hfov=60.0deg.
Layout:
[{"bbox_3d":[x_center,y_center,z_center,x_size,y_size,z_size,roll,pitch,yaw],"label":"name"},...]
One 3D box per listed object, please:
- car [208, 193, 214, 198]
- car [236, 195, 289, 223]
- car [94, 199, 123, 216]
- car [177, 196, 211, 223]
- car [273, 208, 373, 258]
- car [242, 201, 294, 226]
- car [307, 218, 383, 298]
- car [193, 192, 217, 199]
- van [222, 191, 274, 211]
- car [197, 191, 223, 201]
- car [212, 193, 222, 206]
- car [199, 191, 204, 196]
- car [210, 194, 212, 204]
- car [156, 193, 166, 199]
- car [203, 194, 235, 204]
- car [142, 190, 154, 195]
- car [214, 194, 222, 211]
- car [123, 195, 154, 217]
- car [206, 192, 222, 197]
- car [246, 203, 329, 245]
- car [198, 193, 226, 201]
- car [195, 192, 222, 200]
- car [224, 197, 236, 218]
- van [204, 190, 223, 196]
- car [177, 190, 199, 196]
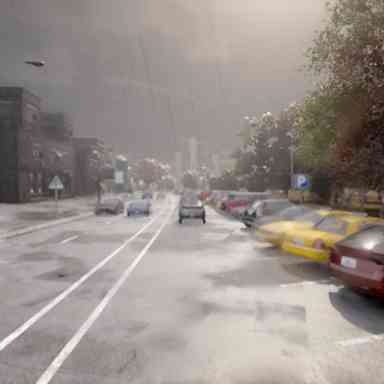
[{"bbox_3d":[4.750,1.177,40.082,4.674,1.452,2.002,0,1,-22],"label":"car"},{"bbox_3d":[5.234,1.230,19.304,4.553,1.767,2.185,1,0,-21],"label":"car"},{"bbox_3d":[-7.287,1.318,29.963,2.033,1.411,5.357,0,1,-1],"label":"car"},{"bbox_3d":[-0.025,1.320,24.004,2.128,1.511,4.902,0,1,-1],"label":"car"},{"bbox_3d":[5.475,1.424,10.464,5.366,1.575,1.946,1,0,-20],"label":"car"},{"bbox_3d":[5.292,1.382,16.342,4.892,1.521,2.231,1,1,-20],"label":"car"},{"bbox_3d":[5.324,1.474,7.449,4.792,1.488,2.163,1,0,-20],"label":"car"},{"bbox_3d":[2.801,0.808,72.669,4.792,1.488,2.163,0,1,-25],"label":"car"},{"bbox_3d":[5.234,1.046,28.272,4.442,1.987,1.878,1,0,-21],"label":"van"},{"bbox_3d":[3.473,0.740,63.785,4.553,1.767,2.185,0,0,-24],"label":"car"},{"bbox_3d":[5.147,1.206,34.236,5.366,1.575,1.946,1,0,-22],"label":"car"},{"bbox_3d":[4.215,1.024,48.894,5.366,1.575,1.946,0,1,-23],"label":"car"},{"bbox_3d":[4.870,1.213,37.137,4.674,1.452,2.002,1,0,-22],"label":"car"},{"bbox_3d":[-6.530,0.860,70.894,1.994,1.385,4.181,0,1,-4],"label":"car"},{"bbox_3d":[4.234,1.035,51.934,4.674,1.452,2.002,0,1,-23],"label":"car"},{"bbox_3d":[-9.351,0.534,71.034,2.150,2.045,5.566,0,1,-4],"label":"car"},{"bbox_3d":[5.048,1.240,31.199,5.008,1.535,2.097,1,0,-22],"label":"car"},{"bbox_3d":[-4.471,1.306,28.940,1.812,1.442,4.674,0,1,-1],"label":"car"},{"bbox_3d":[4.654,1.141,43.034,4.674,1.452,2.002,0,0,-23],"label":"car"},{"bbox_3d":[5.123,1.399,13.305,5.366,1.575,1.946,1,1,-20],"label":"car"},{"bbox_3d":[3.707,0.936,60.828,4.674,1.452,2.002,0,1,-24],"label":"car"},{"bbox_3d":[3.300,0.837,66.755,4.892,1.521,2.231,0,1,-24],"label":"car"},{"bbox_3d":[5.183,1.341,25.256,4.674,1.452,2.002,1,1,-21],"label":"car"},{"bbox_3d":[4.423,0.838,45.950,4.442,1.987,1.878,0,1,-23],"label":"van"},{"bbox_3d":[-0.563,0.976,42.353,2.097,1.767,4.553,0,1,-2],"label":"car"}]
